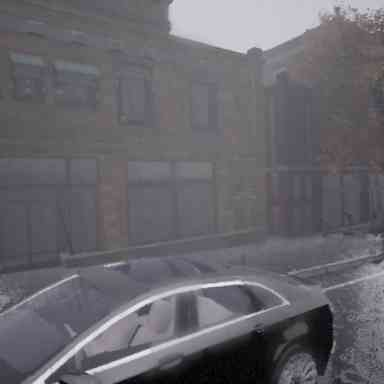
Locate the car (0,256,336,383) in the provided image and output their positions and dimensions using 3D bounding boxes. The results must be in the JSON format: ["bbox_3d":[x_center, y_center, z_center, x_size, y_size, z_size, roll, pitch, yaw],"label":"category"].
[{"bbox_3d":[-0.623,1.490,3.196,4.902,1.511,2.128,0,0,-35],"label":"car"}]
